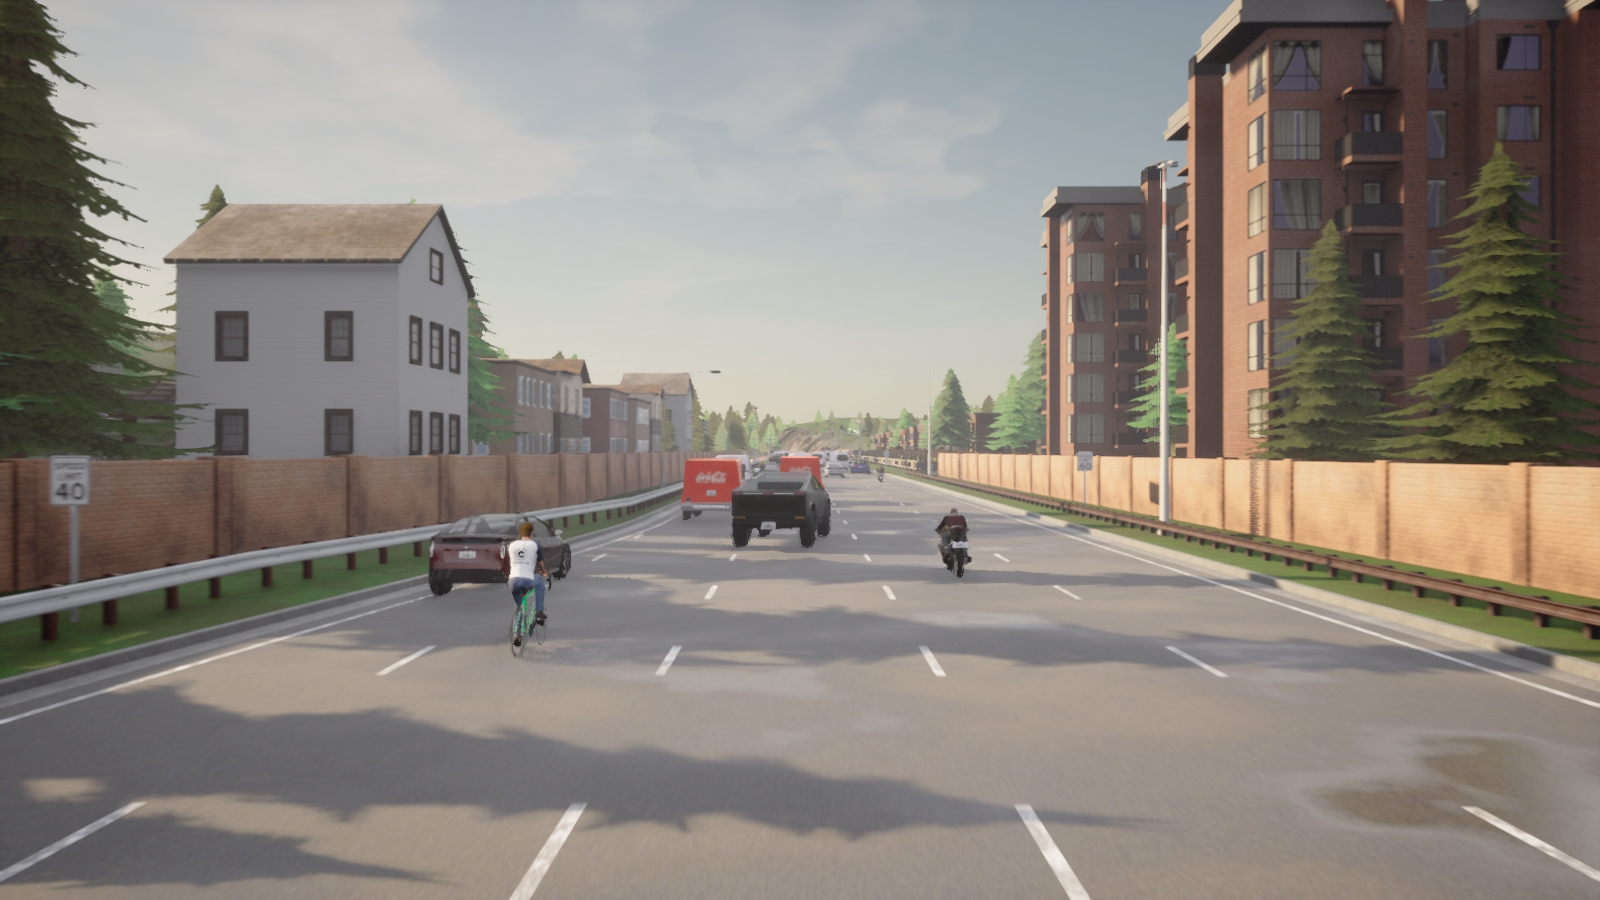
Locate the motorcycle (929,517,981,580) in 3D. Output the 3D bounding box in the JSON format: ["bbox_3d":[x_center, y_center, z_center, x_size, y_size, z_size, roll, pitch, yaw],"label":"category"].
[{"bbox_3d":[3.501,2.205,25.987,0.867,1.251,2.209,0,0,0],"label":"motorcycle"}]

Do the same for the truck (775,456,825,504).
[{"bbox_3d":[0.011,1.570,62.321,2.627,2.467,5.204,0,0,0],"label":"truck"}]

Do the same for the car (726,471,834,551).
[{"bbox_3d":[-0.473,1.753,34.871,2.390,2.098,6.274,0,0,7],"label":"car"}]

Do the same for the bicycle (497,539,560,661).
[{"bbox_3d":[-3.769,2.056,15.962,0.373,1.496,1.643,-1,-1,4],"label":"bicycle"}]

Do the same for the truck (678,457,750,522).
[{"bbox_3d":[-3.491,1.572,47.551,2.627,2.467,5.204,0,0,0],"label":"truck"}]

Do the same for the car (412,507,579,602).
[{"bbox_3d":[-6.080,2.040,23.383,2.007,1.525,4.514,0,0,3],"label":"car"}]
